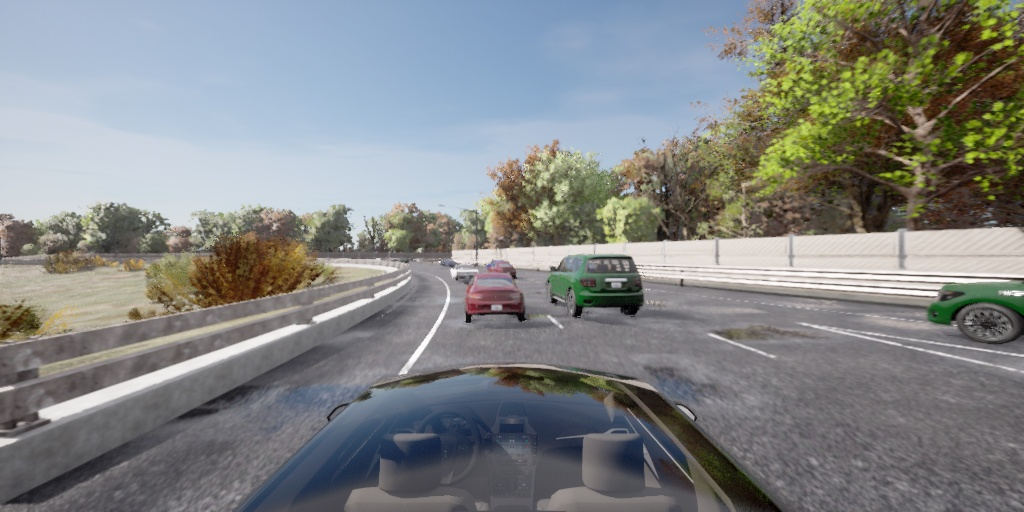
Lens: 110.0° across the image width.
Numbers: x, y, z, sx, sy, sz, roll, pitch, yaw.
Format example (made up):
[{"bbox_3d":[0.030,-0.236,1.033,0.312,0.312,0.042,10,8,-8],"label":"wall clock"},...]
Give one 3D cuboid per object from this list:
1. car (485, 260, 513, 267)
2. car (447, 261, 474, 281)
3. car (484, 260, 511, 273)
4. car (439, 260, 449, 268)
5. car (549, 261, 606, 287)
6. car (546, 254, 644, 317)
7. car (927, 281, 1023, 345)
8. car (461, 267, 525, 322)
[{"bbox_3d":[-0.953,1.252,31.726,1.812,1.442,4.674,0,0,-16],"label":"car"},{"bbox_3d":[-4.006,1.339,29.768,1.895,1.301,4.718,0,0,-15],"label":"car"},{"bbox_3d":[-1.882,1.244,44.437,1.812,1.442,4.674,0,0,-23],"label":"car"},{"bbox_3d":[-10.977,1.302,61.725,1.994,1.385,4.181,0,0,-32],"label":"car"},{"bbox_3d":[4.544,1.191,25.745,1.882,1.535,5.008,0,0,-18],"label":"car"},{"bbox_3d":[2.773,0.951,13.208,2.150,2.045,5.566,0,0,-6],"label":"car"},{"bbox_3d":[12.157,0.965,6.778,2.150,2.045,5.566,0,0,-27],"label":"car"},{"bbox_3d":[-0.668,1.268,12.267,1.812,1.442,4.674,0,0,-6],"label":"car"}]
